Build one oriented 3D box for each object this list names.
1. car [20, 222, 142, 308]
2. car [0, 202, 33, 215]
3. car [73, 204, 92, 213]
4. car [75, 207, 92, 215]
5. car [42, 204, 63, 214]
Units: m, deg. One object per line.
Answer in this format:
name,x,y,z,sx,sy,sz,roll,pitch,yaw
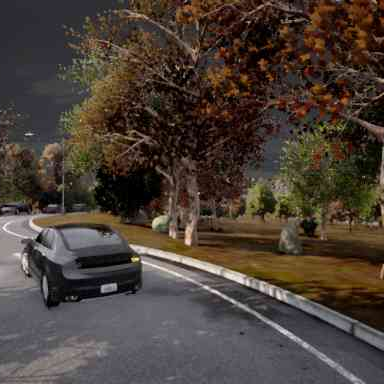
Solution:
car,-2.851,1.504,8.099,1.837,1.490,4.892,0,0,-33
car,-20.309,1.846,38.588,2.128,1.511,4.902,0,-3,-1
car,-16.830,2.615,51.111,1.837,1.490,4.892,0,-5,-1
car,-20.698,3.663,63.558,1.812,1.442,4.674,0,-5,-1
car,-20.491,2.513,49.374,1.812,1.442,4.674,0,-4,-1
